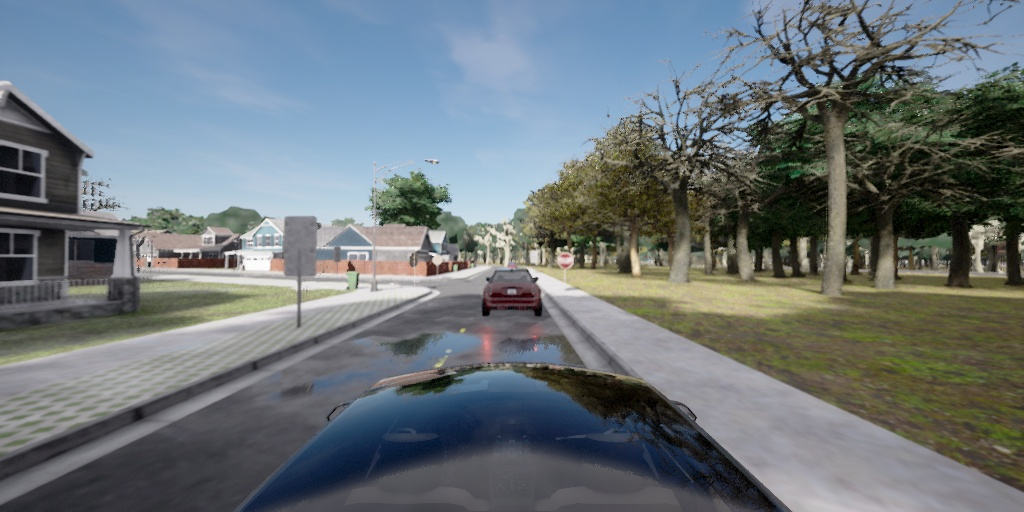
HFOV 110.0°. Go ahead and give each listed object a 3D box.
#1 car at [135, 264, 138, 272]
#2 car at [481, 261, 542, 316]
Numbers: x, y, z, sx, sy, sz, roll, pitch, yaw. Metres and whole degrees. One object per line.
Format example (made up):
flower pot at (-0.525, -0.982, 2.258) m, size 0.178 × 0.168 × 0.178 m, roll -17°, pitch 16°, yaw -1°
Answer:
car at (-47.832, 1.224, 43.815) m, size 4.902 × 1.511 × 2.128 m, roll 0°, pitch -1°, yaw 24°
car at (0.011, 1.222, 14.114) m, size 2.097 × 1.767 × 4.553 m, roll 0°, pitch 0°, yaw 0°
